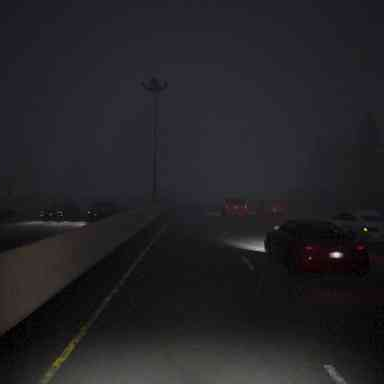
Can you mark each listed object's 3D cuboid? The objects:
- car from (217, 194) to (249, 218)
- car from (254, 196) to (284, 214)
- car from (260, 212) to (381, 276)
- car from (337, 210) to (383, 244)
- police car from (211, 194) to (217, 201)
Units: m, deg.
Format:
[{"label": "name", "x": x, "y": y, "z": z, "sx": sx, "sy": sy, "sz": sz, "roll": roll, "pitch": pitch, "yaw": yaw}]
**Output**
[{"label": "car", "x": 3.604, "y": 1.283, "z": 29.150, "sx": 2.097, "sy": 1.767, "sz": 4.553, "roll": 0, "pitch": 0, "yaw": 0}, {"label": "car", "x": 7.104, "y": 1.404, "z": 31.010, "sx": 1.882, "sy": 1.535, "sz": 5.008, "roll": 0, "pitch": 0, "yaw": 0}, {"label": "car", "x": 3.601, "y": 1.539, "z": 10.300, "sx": 1.994, "sy": 1.385, "sz": 4.181, "roll": 0, "pitch": 0, "yaw": 0}, {"label": "car", "x": 7.087, "y": 1.492, "z": 14.167, "sx": 1.812, "sy": 1.442, "sz": 4.674, "roll": 0, "pitch": 0, "yaw": 0}, {"label": "police car", "x": 5.921, "y": 1.243, "z": 77.591, "sx": 1.930, "sy": 1.638, "sz": 5.238, "roll": 0, "pitch": 0, "yaw": 22}]
